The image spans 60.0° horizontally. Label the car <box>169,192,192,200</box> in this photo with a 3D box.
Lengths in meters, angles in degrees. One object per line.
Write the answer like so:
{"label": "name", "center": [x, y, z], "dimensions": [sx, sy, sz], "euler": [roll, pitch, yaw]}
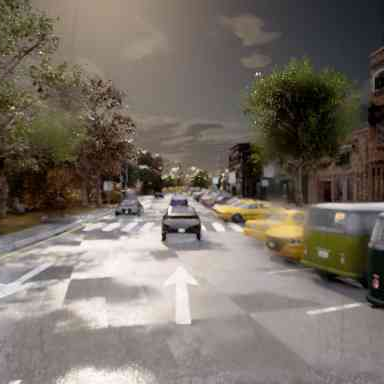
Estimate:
{"label": "car", "center": [-1.340, 1.124, 34.926], "dimensions": [1.882, 1.535, 5.008], "euler": [0, 1, -2]}

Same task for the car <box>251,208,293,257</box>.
{"label": "car", "center": [4.907, 1.493, 11.796], "dimensions": [5.008, 1.535, 2.097], "euler": [1, 1, -23]}

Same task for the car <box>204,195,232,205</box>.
{"label": "car", "center": [4.040, 1.293, 26.727], "dimensions": [5.366, 1.575, 1.946], "euler": [1, 1, -22]}

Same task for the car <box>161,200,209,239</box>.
{"label": "car", "center": [-0.562, 1.420, 16.903], "dimensions": [2.128, 1.511, 4.902], "euler": [0, 1, -3]}

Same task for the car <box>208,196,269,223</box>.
{"label": "car", "center": [4.171, 1.339, 23.729], "dimensions": [5.366, 1.575, 1.946], "euler": [1, 1, -23]}

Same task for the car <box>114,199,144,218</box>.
{"label": "car", "center": [-5.077, 1.299, 27.383], "dimensions": [1.994, 1.385, 4.181], "euler": [0, 1, -2]}

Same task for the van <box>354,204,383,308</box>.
{"label": "van", "center": [5.315, 1.284, 5.860], "dimensions": [4.442, 1.987, 1.878], "euler": [1, 0, -23]}

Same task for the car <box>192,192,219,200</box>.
{"label": "car", "center": [2.629, 0.760, 65.768], "dimensions": [4.792, 1.488, 2.163], "euler": [1, 1, -22]}

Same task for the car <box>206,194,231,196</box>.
{"label": "car", "center": [4.090, 1.252, 29.796], "dimensions": [4.892, 1.521, 2.231], "euler": [1, 1, -22]}

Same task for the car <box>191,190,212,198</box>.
{"label": "car", "center": [2.219, 0.458, 77.791], "dimensions": [4.553, 1.767, 2.185], "euler": [1, 1, -22]}

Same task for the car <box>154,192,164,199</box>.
{"label": "car", "center": [-6.834, 0.726, 68.853], "dimensions": [1.895, 1.301, 4.718], "euler": [0, 1, -3]}

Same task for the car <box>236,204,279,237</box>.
{"label": "car", "center": [4.920, 1.477, 14.868], "dimensions": [5.366, 1.575, 1.946], "euler": [1, 0, -23]}

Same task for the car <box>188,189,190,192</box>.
{"label": "car", "center": [2.749, 0.517, 62.767], "dimensions": [5.566, 2.045, 2.435], "euler": [1, 1, -22]}

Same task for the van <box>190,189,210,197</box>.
{"label": "van", "center": [2.052, 0.287, 83.836], "dimensions": [4.442, 1.987, 1.878], "euler": [1, 0, -22]}

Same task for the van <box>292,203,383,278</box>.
{"label": "van", "center": [5.163, 1.277, 8.857], "dimensions": [4.442, 1.987, 1.878], "euler": [1, 0, -23]}

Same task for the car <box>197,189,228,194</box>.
{"label": "car", "center": [3.500, 0.896, 44.793], "dimensions": [4.553, 1.767, 2.185], "euler": [1, 1, -22]}

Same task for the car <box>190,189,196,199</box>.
{"label": "car", "center": [3.109, 0.640, 53.758], "dimensions": [5.566, 2.045, 2.435], "euler": [1, 1, -22]}

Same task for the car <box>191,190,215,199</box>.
{"label": "car", "center": [2.391, 0.529, 71.776], "dimensions": [4.553, 1.767, 2.185], "euler": [1, 0, -22]}

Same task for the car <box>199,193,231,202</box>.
{"label": "car", "center": [3.709, 1.151, 38.788], "dimensions": [4.674, 1.452, 2.002], "euler": [1, 1, -22]}

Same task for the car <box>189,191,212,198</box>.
{"label": "car", "center": [2.056, 0.547, 80.791], "dimensions": [5.008, 1.535, 2.097], "euler": [1, 0, -22]}

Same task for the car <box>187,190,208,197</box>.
{"label": "car", "center": [1.518, 0.435, 89.720], "dimensions": [5.366, 1.575, 1.946], "euler": [1, 1, -22]}

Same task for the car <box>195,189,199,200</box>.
{"label": "car", "center": [3.382, 0.852, 47.792], "dimensions": [4.553, 1.767, 2.185], "euler": [1, 1, -22]}

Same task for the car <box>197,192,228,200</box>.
{"label": "car", "center": [3.559, 1.094, 41.776], "dimensions": [4.792, 1.488, 2.163], "euler": [1, 1, -22]}

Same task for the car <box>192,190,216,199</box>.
{"label": "car", "center": [2.508, 0.566, 68.777], "dimensions": [4.553, 1.767, 2.185], "euler": [1, 0, -22]}
